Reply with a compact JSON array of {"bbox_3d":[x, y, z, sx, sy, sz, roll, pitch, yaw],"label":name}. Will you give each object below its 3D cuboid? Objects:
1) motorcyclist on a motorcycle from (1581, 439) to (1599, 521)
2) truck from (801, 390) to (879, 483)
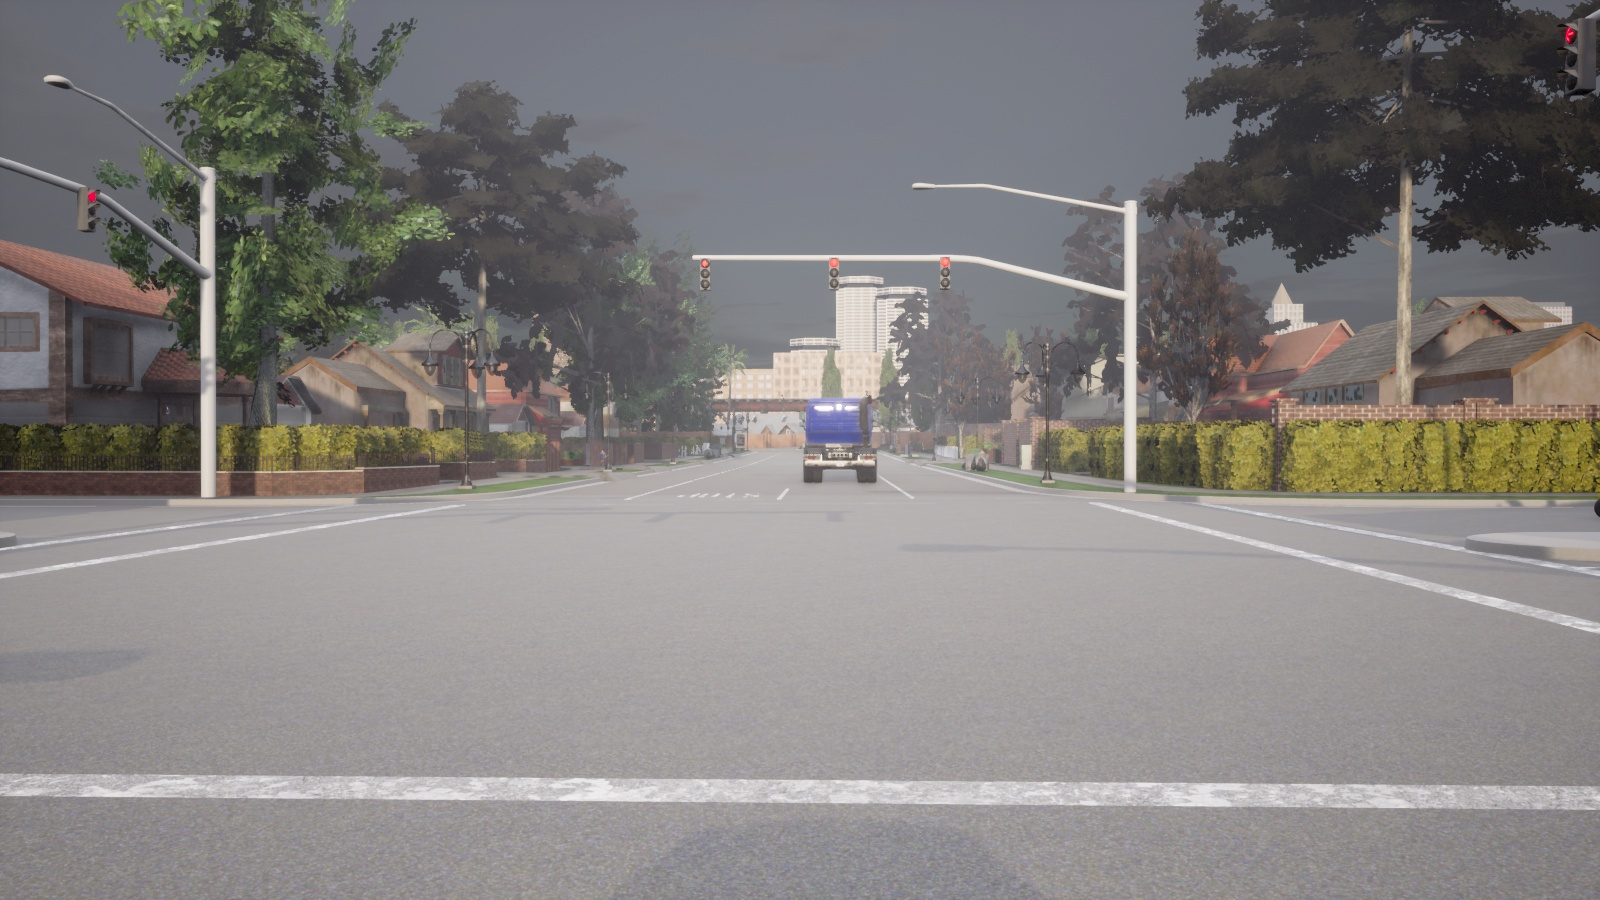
[{"bbox_3d":[16.364,0.575,24.398,1.817,1.590,0.866,0,0,1],"label":"motorcyclist on a motorcycle"},{"bbox_3d":[1.573,-0.519,50.394,2.891,3.462,7.936,0,0,1],"label":"truck"}]
